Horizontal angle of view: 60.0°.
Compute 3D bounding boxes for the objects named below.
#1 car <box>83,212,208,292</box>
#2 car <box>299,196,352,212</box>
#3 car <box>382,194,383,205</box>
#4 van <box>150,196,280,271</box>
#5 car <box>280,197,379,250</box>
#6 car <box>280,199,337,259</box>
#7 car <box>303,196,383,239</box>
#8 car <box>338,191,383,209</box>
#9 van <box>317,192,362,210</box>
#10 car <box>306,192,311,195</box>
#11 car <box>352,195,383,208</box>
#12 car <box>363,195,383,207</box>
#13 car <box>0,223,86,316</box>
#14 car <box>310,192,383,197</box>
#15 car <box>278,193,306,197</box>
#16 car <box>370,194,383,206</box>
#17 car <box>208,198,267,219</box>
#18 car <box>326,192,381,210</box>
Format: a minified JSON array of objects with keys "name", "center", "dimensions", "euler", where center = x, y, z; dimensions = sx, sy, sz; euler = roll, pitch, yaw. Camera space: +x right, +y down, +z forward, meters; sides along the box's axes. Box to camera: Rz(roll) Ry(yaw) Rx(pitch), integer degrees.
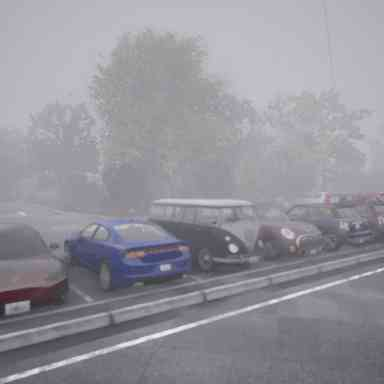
[{"name":"car","center":[-1.994,1.452,9.069],"dimensions":[2.097,1.535,5.008],"euler":[0,0,-36]},{"name":"car","center":[14.931,1.270,37.490],"dimensions":[1.946,1.575,5.366],"euler":[0,0,-36]},{"name":"car","center":[30.850,1.103,48.640],"dimensions":[2.097,1.535,5.008],"euler":[-1,0,-36]},{"name":"van","center":[0.349,1.210,10.609],"dimensions":[1.878,1.987,4.442],"euler":[0,0,-36]},{"name":"car","center":[4.860,1.277,13.940],"dimensions":[2.185,1.767,4.553],"euler":[0,0,-36]},{"name":"car","center":[2.544,1.293,12.360],"dimensions":[2.185,1.767,4.553],"euler":[0,0,-36]},{"name":"car","center":[7.141,1.260,15.571],"dimensions":[2.185,1.767,4.553],"euler":[0,0,-36]},{"name":"car","center":[21.828,0.967,42.159],"dimensions":[2.435,2.045,5.566],"euler":[-1,0,-36]},{"name":"van","center":[17.227,1.031,39.047],"dimensions":[1.878,1.987,4.442],"euler":[0,0,-36]},{"name":"car","center":[12.763,1.039,35.747],"dimensions":[2.435,2.045,5.566],"euler":[0,0,-36]},{"name":"car","center":[24.053,1.224,43.821],"dimensions":[2.163,1.488,4.792],"euler":[-1,0,-36]},{"name":"car","center":[26.351,1.200,45.393],"dimensions":[2.163,1.488,4.792],"euler":[-1,0,-36]},{"name":"car","center":[-4.260,1.499,7.419],"dimensions":[2.163,1.488,4.792],"euler":[0,0,-36]},{"name":"car","center":[9.418,1.117,17.203],"dimensions":[2.435,2.045,5.566],"euler":[0,0,-36]},{"name":"car","center":[8.246,1.197,32.519],"dimensions":[2.185,1.767,4.553],"euler":[0,0,-36]},{"name":"car","center":[28.481,1.134,47.179],"dimensions":[1.946,1.575,5.366],"euler":[-1,0,-36]},{"name":"car","center":[3.858,1.353,29.115],"dimensions":[1.946,1.575,5.366],"euler":[0,0,-36]},{"name":"car","center":[19.536,0.989,40.590],"dimensions":[2.435,2.045,5.566],"euler":[0,0,-36]}]
